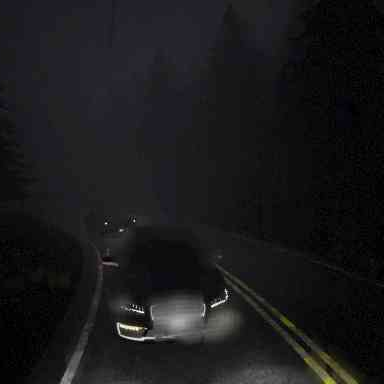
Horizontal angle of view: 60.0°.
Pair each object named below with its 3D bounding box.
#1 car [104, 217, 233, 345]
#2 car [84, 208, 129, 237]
[{"bbox_3d":[-0.641,1.494,6.784,1.837,1.490,4.892,-1,0,-11],"label":"car"},{"bbox_3d":[-4.619,1.610,18.520,1.895,1.301,4.718,-3,1,-29],"label":"car"}]
